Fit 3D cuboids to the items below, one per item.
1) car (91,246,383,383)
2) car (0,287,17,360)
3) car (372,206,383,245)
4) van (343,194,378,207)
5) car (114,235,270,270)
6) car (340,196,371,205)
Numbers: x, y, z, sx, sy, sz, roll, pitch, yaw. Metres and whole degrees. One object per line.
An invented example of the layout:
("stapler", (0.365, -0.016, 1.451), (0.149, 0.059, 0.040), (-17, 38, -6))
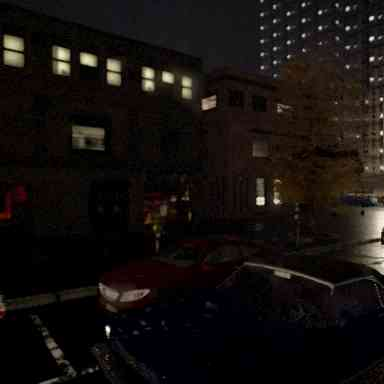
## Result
("car", (1.250, 1.590, 4.271), (4.718, 1.301, 1.895), (0, 0, -35))
("car", (-4.266, 1.446, 3.522), (4.097, 1.590, 1.967), (0, 0, -36))
("car", (9.224, 1.391, 13.149), (4.097, 1.590, 1.967), (0, 0, -36))
("van", (23.411, 1.181, 45.942), (1.690, 1.788, 3.998), (-1, 0, -35))
("car", (0.232, 1.569, 6.731), (4.206, 1.307, 1.802), (0, 0, -36))
("car", (27.113, 1.342, 55.284), (1.802, 1.307, 4.206), (-1, 0, -35))
